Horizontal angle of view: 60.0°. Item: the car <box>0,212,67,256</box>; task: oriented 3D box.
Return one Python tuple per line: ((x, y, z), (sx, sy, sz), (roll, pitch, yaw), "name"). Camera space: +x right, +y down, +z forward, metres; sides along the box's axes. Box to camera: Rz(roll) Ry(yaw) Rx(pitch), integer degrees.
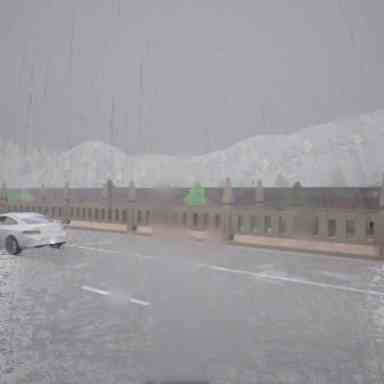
((-6.856, 1.517, 13.076), (4.674, 1.442, 1.812), (0, 0, 34), "car")
